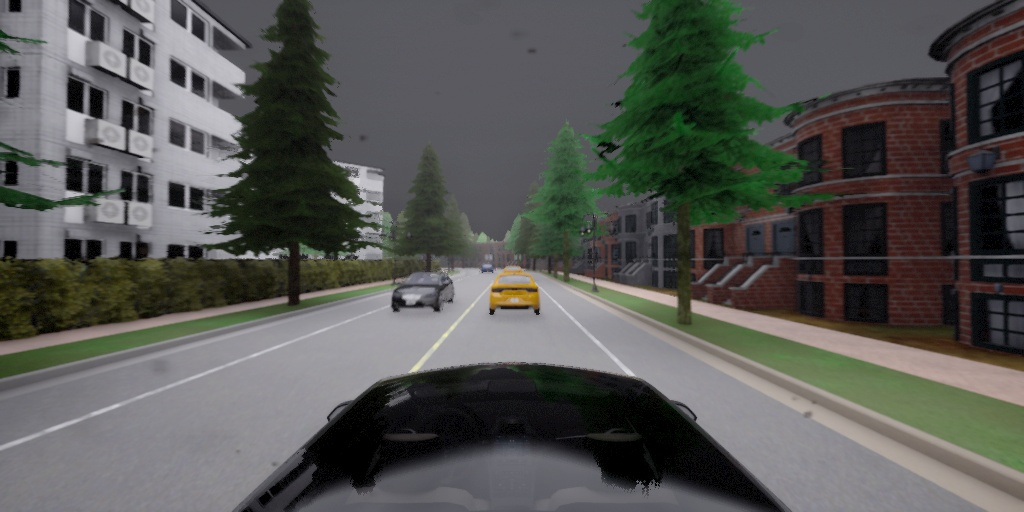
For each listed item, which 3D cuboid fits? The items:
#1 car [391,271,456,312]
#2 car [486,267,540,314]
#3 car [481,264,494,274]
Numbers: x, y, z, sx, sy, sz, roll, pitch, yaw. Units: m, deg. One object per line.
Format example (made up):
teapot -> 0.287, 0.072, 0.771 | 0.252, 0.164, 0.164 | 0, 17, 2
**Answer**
car -> -3.602, 1.422, 15.230 | 2.128, 1.511, 4.902 | 0, -1, 0
car -> 0.097, 1.403, 14.847 | 1.882, 1.535, 5.008 | 0, -1, 0
car -> -3.821, 1.960, 56.652 | 1.882, 1.535, 5.008 | 0, -1, -3
